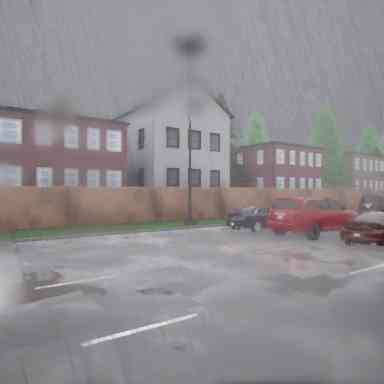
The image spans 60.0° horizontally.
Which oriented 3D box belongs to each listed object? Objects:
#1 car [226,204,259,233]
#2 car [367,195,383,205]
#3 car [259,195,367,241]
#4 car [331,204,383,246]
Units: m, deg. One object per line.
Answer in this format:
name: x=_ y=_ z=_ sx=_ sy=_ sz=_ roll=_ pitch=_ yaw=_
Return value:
car: x=4.204 y=1.513 z=19.765 sx=4.892 sy=1.490 sz=1.837 roll=0 pitch=0 yaw=-35
car: x=16.440 y=1.255 z=28.493 sx=5.566 sy=2.045 sz=2.150 roll=0 pitch=0 yaw=-35
car: x=6.261 y=1.255 z=16.933 sx=5.566 sy=2.045 sz=2.150 roll=0 pitch=0 yaw=-35
car: x=8.269 y=1.482 z=14.066 sx=5.008 sy=1.535 sz=1.882 roll=0 pitch=0 yaw=-35
